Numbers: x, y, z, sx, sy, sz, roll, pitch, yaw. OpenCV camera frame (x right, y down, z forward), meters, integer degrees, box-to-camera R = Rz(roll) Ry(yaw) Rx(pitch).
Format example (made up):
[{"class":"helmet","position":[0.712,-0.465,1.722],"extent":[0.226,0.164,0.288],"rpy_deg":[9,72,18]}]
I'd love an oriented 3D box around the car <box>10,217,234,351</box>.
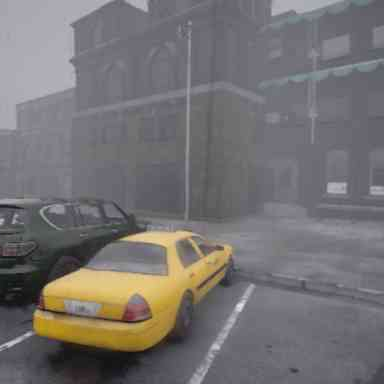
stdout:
[{"class":"car","position":[-0.482,1.388,6.474],"extent":[1.946,1.575,5.366],"rpy_deg":[0,0,20]}]

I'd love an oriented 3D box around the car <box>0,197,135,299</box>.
[{"class":"car","position":[-2.867,1.140,8.256],"extent":[2.435,2.045,5.566],"rpy_deg":[0,0,20]}]
